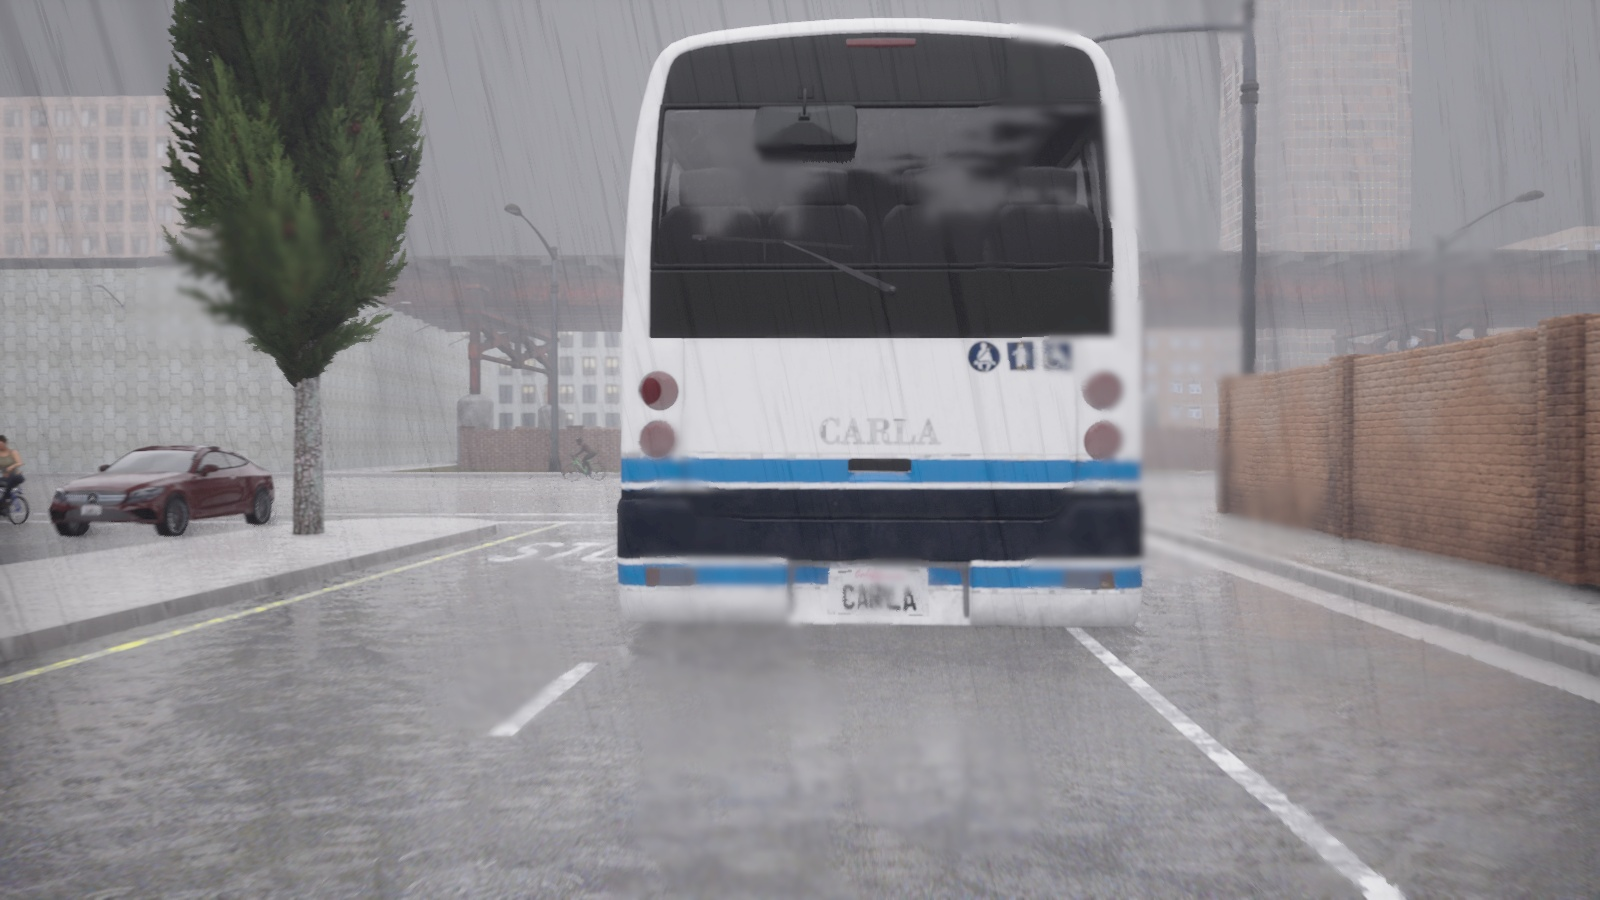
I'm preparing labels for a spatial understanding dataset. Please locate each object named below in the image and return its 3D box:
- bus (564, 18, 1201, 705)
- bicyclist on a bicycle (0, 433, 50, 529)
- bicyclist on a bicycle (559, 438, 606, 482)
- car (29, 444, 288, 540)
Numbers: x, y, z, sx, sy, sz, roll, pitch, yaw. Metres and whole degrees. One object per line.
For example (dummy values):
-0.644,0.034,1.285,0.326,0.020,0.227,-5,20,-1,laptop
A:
0.665,-0.716,12.994,3.944,4.253,10.273,0,2,2,bus
-13.988,0.523,21.874,0.866,1.612,1.509,0,1,3,bicyclist on a bicycle
-8.265,0.370,47.810,1.656,1.620,0.582,-1,1,0,bicyclist on a bicycle
-10.600,0.619,21.204,1.812,1.442,4.674,0,0,3,car
